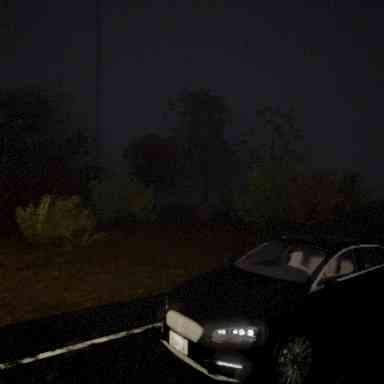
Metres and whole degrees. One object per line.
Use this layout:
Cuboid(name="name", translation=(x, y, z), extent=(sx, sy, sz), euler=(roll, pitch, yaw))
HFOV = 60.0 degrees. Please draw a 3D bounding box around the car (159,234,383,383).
Cuboid(name="car", translation=(1.836, 1.481, 5.296), extent=(4.902, 1.511, 2.128), euler=(0, 0, -35))
